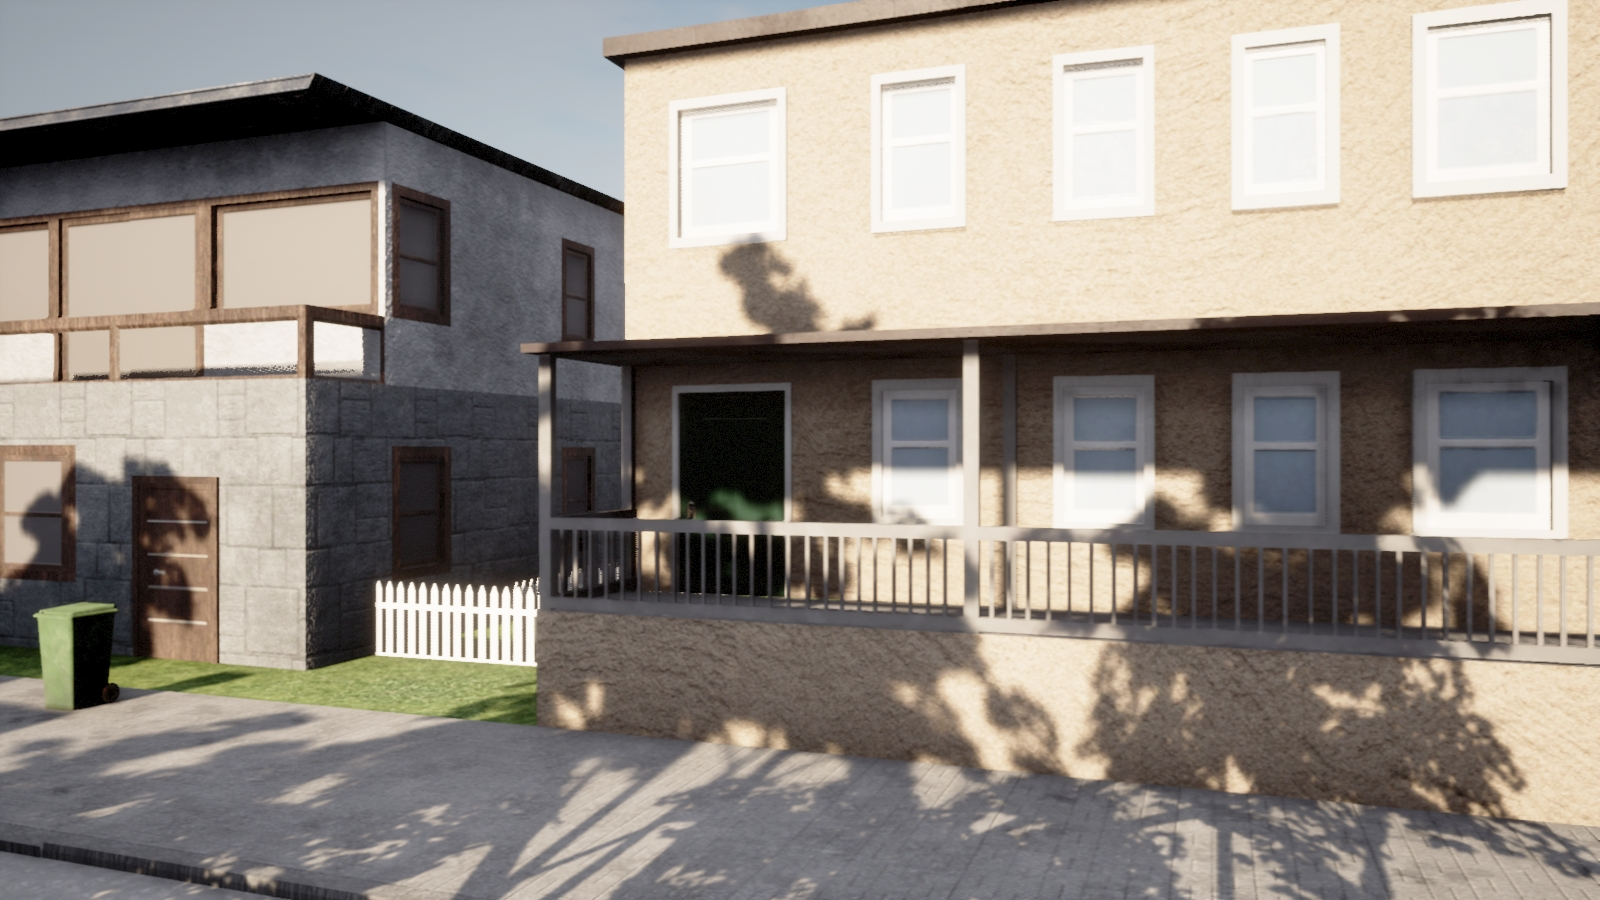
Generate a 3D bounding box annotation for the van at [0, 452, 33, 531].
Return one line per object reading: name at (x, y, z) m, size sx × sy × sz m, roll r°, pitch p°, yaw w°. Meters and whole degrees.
van at (-27.746, 1.362, 35.971) m, size 1.988 × 2.561 × 5.915 m, roll 0°, pitch 0°, yaw 20°
